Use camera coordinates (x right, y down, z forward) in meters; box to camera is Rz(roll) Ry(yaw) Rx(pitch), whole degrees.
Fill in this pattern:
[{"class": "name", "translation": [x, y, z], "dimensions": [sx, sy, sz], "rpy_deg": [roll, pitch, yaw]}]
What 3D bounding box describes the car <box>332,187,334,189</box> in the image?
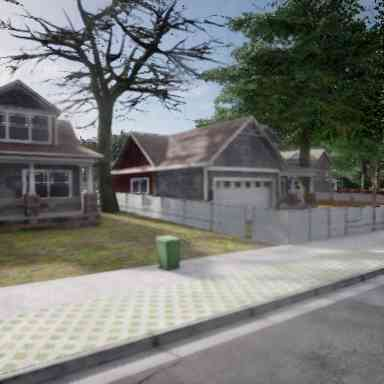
[{"class": "car", "translation": [28.060, -0.273, 69.049], "dimensions": [5.566, 2.045, 2.150], "rpy_deg": [4, 3, 44]}]
